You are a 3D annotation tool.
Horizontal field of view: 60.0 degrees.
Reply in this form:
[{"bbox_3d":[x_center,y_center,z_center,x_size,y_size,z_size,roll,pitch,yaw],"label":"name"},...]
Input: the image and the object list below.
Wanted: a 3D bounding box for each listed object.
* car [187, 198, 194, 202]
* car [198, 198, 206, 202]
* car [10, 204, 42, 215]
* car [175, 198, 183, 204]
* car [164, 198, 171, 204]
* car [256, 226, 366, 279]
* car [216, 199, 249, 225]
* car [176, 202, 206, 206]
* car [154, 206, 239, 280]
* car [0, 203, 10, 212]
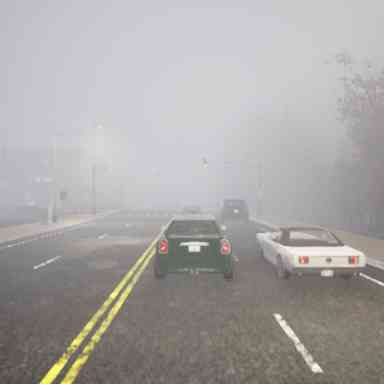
[{"bbox_3d":[-0.410,2.463,89.505,1.812,1.442,4.674,0,-1,0],"label":"car"},{"bbox_3d":[2.841,2.392,89.106,1.882,1.535,5.008,0,-1,0],"label":"car"},{"bbox_3d":[-20.144,2.338,42.310,4.313,1.339,1.947,-1,1,0],"label":"car"},{"bbox_3d":[-3.681,2.461,94.331,2.097,1.767,4.553,0,-1,0],"label":"car"},{"bbox_3d":[-6.931,2.608,94.285,1.837,1.490,4.892,0,-1,0],"label":"car"},{"bbox_3d":[3.307,1.723,10.364,1.895,1.301,4.718,0,-1,0],"label":"car"},{"bbox_3d":[3.232,1.541,27.018,2.150,2.045,5.566,0,-1,0],"label":"car"},{"bbox_3d":[-0.017,1.813,27.003,2.128,1.511,4.902,0,-1,0],"label":"car"},{"bbox_3d":[0.054,1.478,10.526,2.097,1.767,4.553,0,-1,0],"label":"car"},{"bbox_3d":[-28.516,2.442,50.782,4.403,1.369,2.008,-1,1,0],"label":"car"}]
